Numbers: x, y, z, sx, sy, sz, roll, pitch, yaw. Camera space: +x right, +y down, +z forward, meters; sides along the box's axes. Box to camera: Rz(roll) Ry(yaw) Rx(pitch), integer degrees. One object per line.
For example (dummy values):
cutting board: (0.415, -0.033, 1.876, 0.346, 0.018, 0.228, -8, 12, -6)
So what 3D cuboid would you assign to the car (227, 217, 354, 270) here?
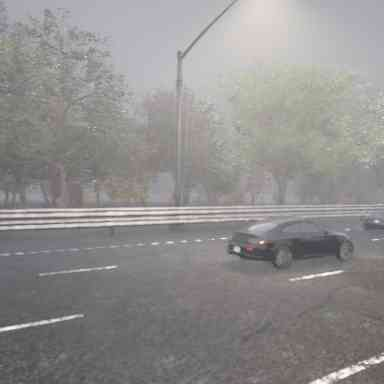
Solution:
car: (3.324, 1.558, 11.043, 4.674, 1.442, 1.812, 1, 0, -30)

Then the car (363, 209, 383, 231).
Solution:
car: (12.509, 1.708, 20.416, 4.181, 1.385, 1.994, 1, 0, -30)
